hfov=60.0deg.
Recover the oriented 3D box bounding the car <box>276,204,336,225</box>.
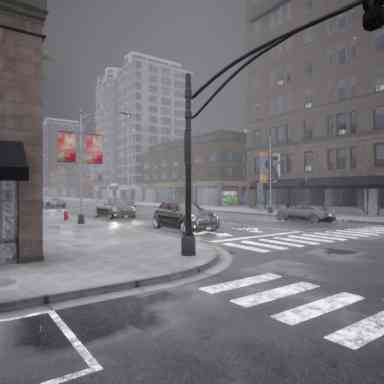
[{"bbox_3d":[8.269,1.532,24.327,1.994,1.385,4.181,0,0,-36],"label":"car"}]

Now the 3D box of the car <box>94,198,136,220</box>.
[{"bbox_3d":[-6.415,1.315,27.622,2.097,1.767,4.553,0,0,-36],"label":"car"}]

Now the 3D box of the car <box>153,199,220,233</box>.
[{"bbox_3d":[-0.430,1.332,19.338,2.097,1.767,4.553,0,0,-36],"label":"car"}]

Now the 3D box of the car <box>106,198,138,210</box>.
[{"bbox_3d":[-9.115,1.482,42.807,2.033,1.411,5.357,0,0,-36],"label":"car"}]

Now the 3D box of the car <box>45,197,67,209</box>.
[{"bbox_3d":[-17.914,1.441,43.611,1.837,1.490,4.892,0,0,-35],"label":"car"}]
